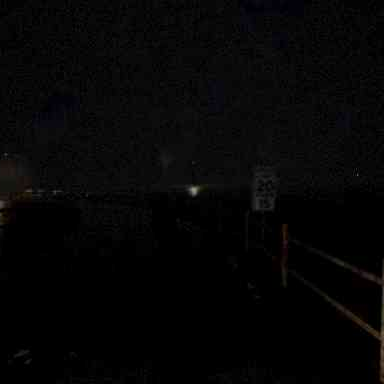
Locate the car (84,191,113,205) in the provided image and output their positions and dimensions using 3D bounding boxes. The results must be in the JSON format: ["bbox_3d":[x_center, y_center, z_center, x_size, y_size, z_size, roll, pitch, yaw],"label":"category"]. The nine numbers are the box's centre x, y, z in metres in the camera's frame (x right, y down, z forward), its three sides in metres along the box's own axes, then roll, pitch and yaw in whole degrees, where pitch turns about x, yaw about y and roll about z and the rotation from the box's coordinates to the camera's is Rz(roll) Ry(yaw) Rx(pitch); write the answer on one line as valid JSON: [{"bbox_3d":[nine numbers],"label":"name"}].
[{"bbox_3d":[-11.039,0.603,39.102,1.882,1.535,5.008,-1,2,-38],"label":"car"}]

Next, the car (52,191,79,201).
[{"bbox_3d":[-17.986,0.552,46.929,4.718,1.301,1.895,1,2,42],"label":"car"}]
